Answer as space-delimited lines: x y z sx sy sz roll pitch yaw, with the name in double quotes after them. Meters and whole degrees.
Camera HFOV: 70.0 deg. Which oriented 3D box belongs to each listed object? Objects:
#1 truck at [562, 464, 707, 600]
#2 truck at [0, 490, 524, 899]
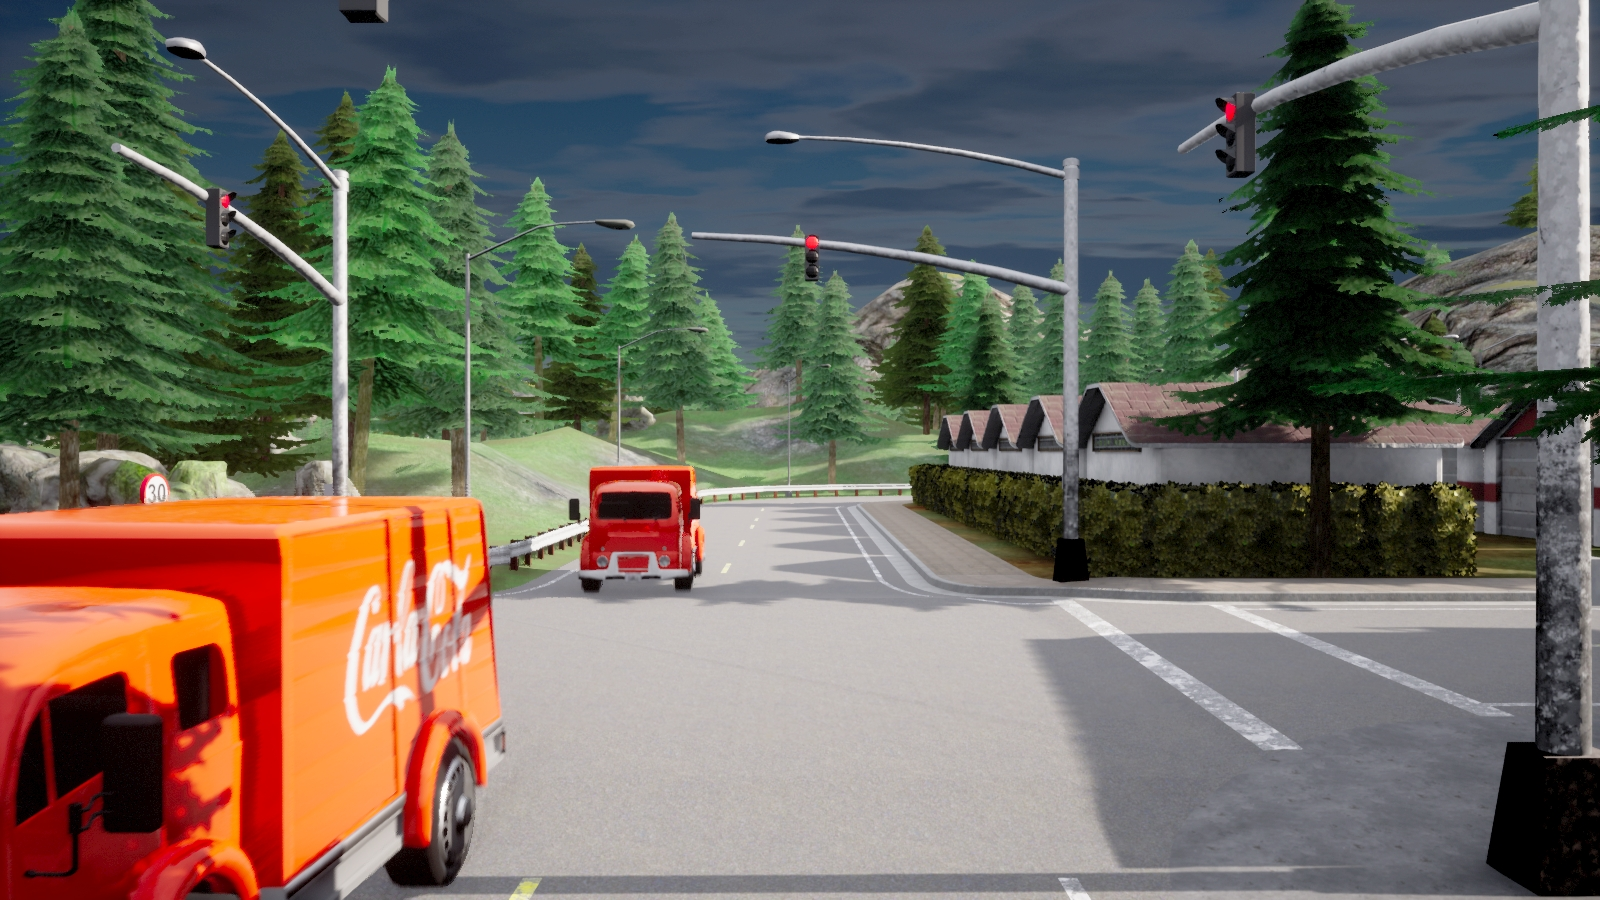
-3.305 1.562 23.973 2.627 2.467 5.204 0 0 -4 "truck"
-3.481 1.562 6.239 2.627 2.467 5.204 0 0 1 "truck"
